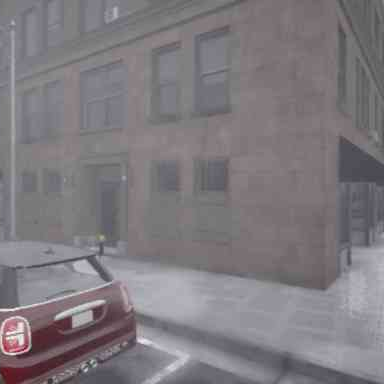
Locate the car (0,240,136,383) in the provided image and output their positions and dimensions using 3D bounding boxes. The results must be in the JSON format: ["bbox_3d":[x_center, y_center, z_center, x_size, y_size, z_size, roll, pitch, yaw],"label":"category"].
[{"bbox_3d":[-2.803,1.439,4.848,4.097,1.590,1.967,0,0,36],"label":"car"}]
